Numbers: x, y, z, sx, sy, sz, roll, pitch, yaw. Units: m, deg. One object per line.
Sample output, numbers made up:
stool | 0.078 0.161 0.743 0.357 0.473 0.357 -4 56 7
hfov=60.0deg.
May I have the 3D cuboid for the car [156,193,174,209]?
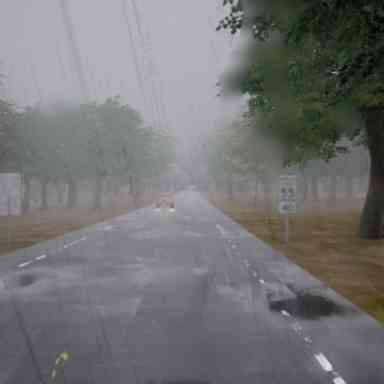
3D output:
car | -3.575 1.129 45.226 2.150 2.045 5.566 0 0 0
